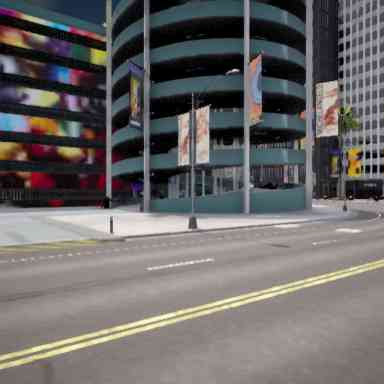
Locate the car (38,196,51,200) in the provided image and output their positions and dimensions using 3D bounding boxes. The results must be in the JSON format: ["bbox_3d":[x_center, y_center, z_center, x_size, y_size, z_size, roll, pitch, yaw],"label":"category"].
[{"bbox_3d":[-25.121,1.401,57.013,1.895,1.301,4.718,0,0,-36],"label":"car"}]

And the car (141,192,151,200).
[{"bbox_3d":[-10.604,0.970,68.509,2.435,2.045,5.566,0,0,-36],"label":"car"}]

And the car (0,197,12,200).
[{"bbox_3d":[-24.296,1.258,43.080,2.002,1.452,4.674,0,0,-36],"label":"car"}]
